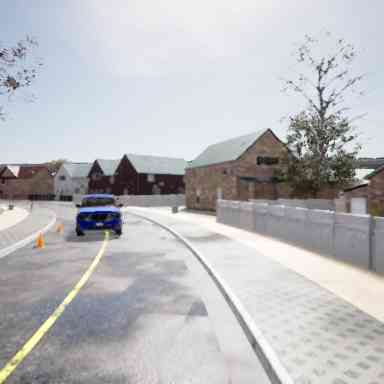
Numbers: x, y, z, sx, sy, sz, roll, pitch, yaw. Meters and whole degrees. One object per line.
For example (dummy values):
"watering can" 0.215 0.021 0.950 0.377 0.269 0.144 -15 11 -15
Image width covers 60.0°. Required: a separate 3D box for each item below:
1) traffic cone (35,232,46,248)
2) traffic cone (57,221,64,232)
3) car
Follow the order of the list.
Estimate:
"traffic cone" -6.020 1.895 13.241 0.340 0.580 0.340 0 0 -11
"traffic cone" -7.119 1.870 17.953 0.340 0.580 0.340 0 0 -15
"car" -4.982 1.134 18.048 2.150 2.045 5.566 0 0 -15
